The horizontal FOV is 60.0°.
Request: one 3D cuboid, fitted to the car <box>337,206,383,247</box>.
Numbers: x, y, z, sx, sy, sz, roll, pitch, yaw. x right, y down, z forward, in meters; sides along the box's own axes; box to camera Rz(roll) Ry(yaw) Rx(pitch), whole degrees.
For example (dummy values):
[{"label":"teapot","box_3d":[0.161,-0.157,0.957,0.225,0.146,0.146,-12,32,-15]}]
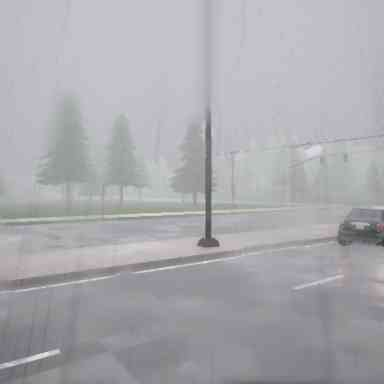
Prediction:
[{"label":"car","box_3d":[8.176,1.364,14.000,4.553,1.767,2.097,0,0,-35]}]
